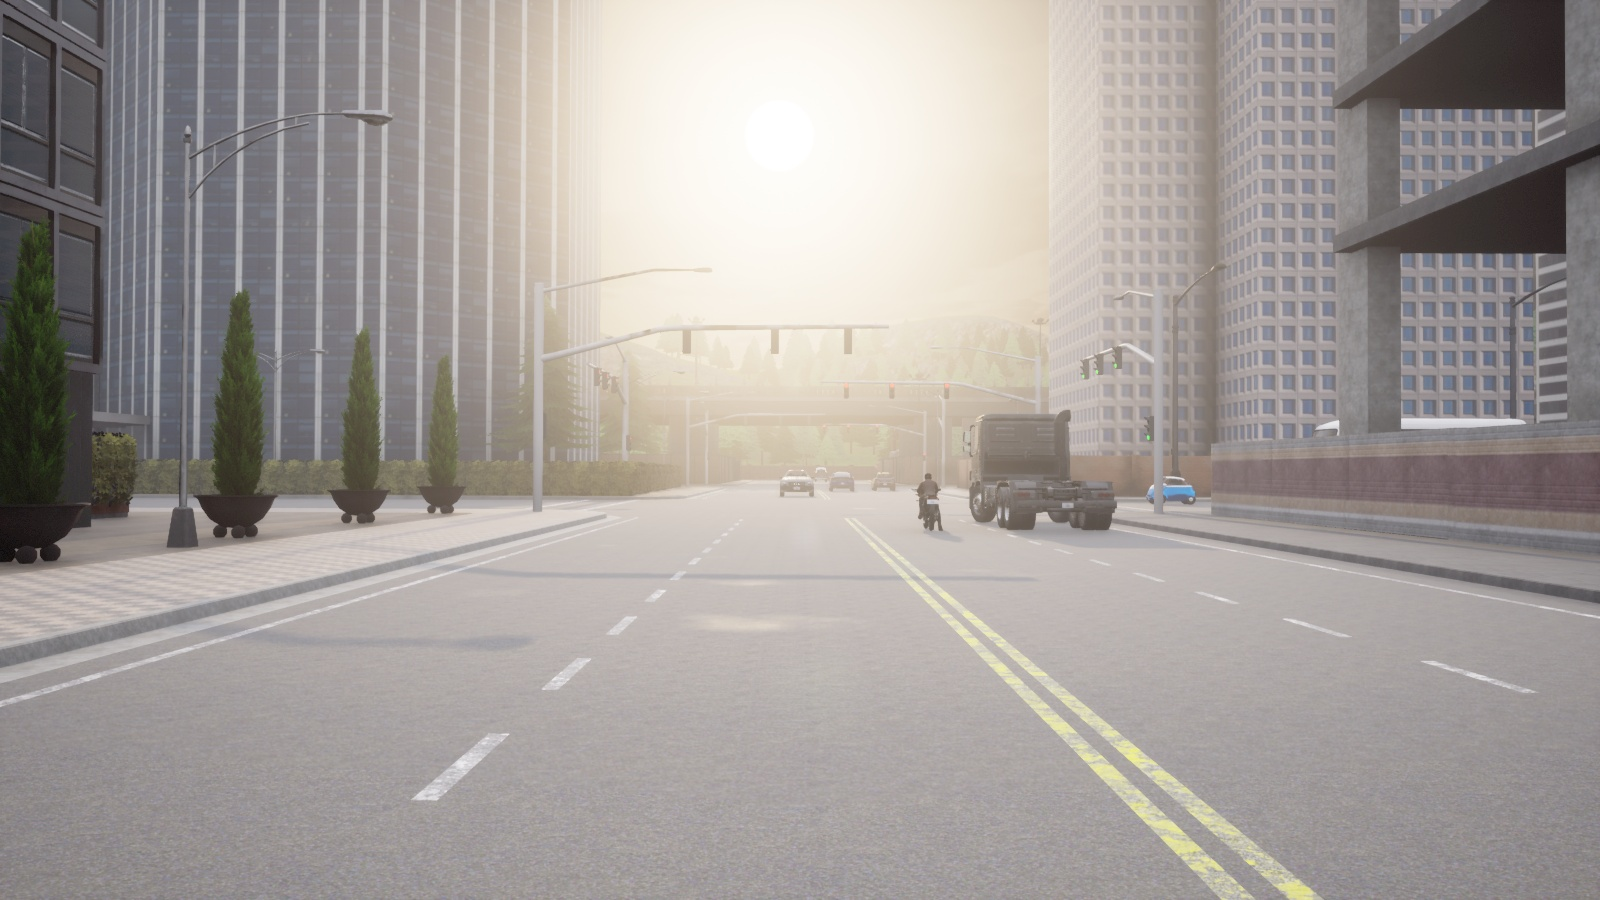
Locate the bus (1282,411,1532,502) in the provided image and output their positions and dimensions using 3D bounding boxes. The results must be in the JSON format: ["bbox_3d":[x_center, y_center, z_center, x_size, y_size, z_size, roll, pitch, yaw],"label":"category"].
[{"bbox_3d":[29.482,0.349,61.421,10.273,4.253,3.944,0,-1,0],"label":"bus"}]

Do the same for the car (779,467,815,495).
[{"bbox_3d":[-0.183,1.908,78.435,2.152,1.651,5.027,0,-1,0],"label":"car"}]

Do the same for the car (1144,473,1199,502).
[{"bbox_3d":[18.165,1.826,61.453,2.207,1.376,1.481,0,-1,0],"label":"car"}]

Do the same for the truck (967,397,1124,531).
[{"bbox_3d":[6.892,0.416,36.473,2.891,3.462,7.936,0,-1,-1],"label":"truck"}]

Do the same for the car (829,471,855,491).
[{"bbox_3d":[3.270,2.425,98.267,1.882,1.535,5.008,0,-1,0],"label":"car"}]

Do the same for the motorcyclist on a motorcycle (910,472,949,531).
[{"bbox_3d":[3.422,1.341,33.314,0.797,1.523,2.044,0,-1,0],"label":"motorcyclist on a motorcycle"}]
